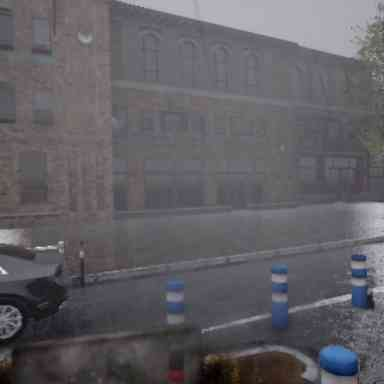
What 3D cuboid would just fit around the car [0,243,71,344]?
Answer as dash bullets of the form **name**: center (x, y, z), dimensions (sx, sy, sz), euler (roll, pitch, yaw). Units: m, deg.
- **car**: center (-4.570, 1.651, 5.363), dimensions (4.892, 1.490, 1.837), euler (-2, 1, -25)
